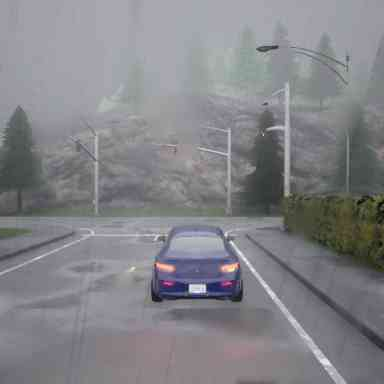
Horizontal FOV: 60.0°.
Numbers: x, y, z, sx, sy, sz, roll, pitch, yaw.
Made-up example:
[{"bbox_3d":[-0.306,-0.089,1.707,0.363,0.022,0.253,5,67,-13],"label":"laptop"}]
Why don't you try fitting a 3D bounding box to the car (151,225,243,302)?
[{"bbox_3d":[0.107,1.526,8.130,1.812,1.442,4.674,0,0,0],"label":"car"}]
